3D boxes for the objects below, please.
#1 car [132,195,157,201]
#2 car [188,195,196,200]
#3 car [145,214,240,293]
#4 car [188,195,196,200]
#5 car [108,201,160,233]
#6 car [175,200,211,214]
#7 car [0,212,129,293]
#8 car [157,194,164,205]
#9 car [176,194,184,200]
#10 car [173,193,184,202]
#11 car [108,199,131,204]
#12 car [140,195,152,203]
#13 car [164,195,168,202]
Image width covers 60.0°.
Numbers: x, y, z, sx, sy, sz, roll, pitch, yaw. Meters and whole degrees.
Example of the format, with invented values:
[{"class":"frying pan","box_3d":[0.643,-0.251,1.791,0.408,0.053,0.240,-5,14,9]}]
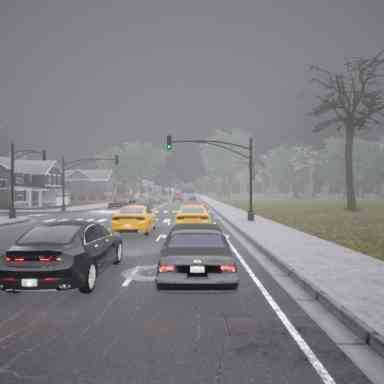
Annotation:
[{"class":"car","box_3d":[-6.524,1.495,45.814,1.837,1.490,4.892,0,0,2]},{"class":"car","box_3d":[0.071,1.359,86.268,1.994,1.385,4.181,0,0,0]},{"class":"car","box_3d":[0.109,1.548,8.978,2.033,1.411,5.357,0,0,0]},{"class":"car","box_3d":[0.063,1.457,75.847,1.837,1.490,4.892,0,0,0]},{"class":"car","box_3d":[-3.133,1.477,18.650,1.882,1.535,5.008,0,0,0]},{"class":"car","box_3d":[0.054,1.477,19.086,1.882,1.535,5.008,0,0,1]},{"class":"car","box_3d":[-3.142,1.505,8.849,1.837,1.490,4.892,0,0,0]},{"class":"car","box_3d":[-6.536,1.337,56.855,2.097,1.767,4.553,0,0,0]},{"class":"car","box_3d":[-3.179,1.284,86.271,1.882,1.535,5.008,0,0,0]},{"class":"car","box_3d":[-3.187,1.182,75.880,2.150,2.045,5.566,0,0,0]},{"class":"car","box_3d":[-9.811,1.593,44.299,1.895,1.301,4.718,0,0,0]},{"class":"car","box_3d":[-9.692,1.470,69.888,1.837,1.490,4.892,0,0,0]},{"class":"car","box_3d":[-6.441,1.324,71.483,2.097,1.767,4.553,0,0,0]}]
